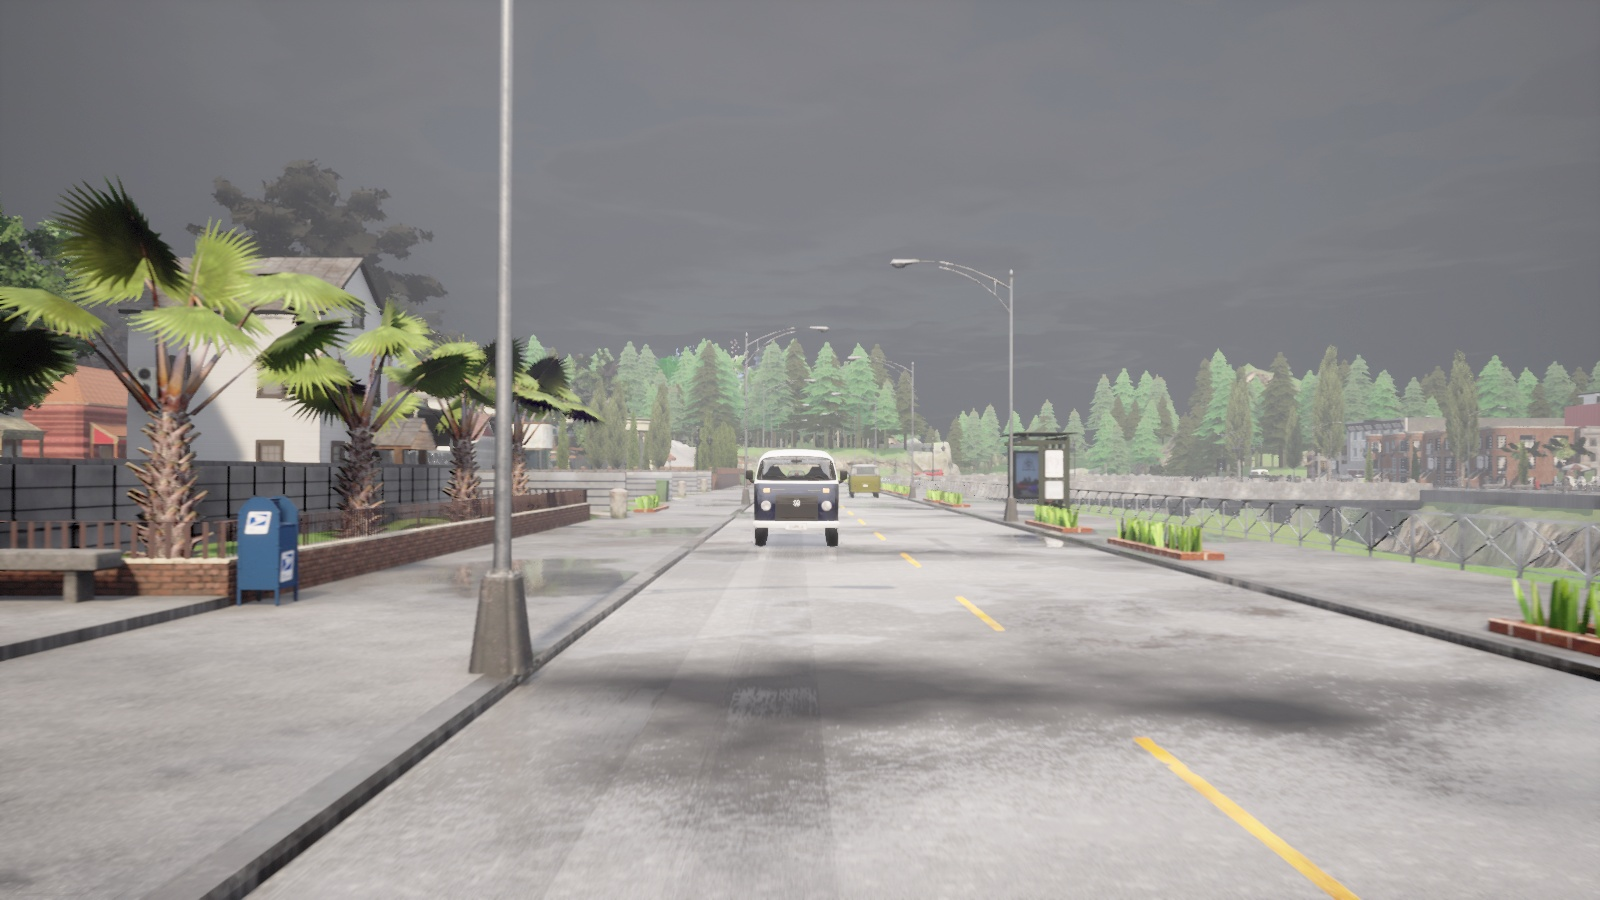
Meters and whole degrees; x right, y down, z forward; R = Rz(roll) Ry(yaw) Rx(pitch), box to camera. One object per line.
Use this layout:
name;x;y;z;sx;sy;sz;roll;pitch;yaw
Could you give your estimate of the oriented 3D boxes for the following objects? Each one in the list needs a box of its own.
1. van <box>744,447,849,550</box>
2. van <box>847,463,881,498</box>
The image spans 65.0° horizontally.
van;-0.069;0.992;27.084;2.069;2.038;4.480;0;-1;0
van;3.811;1.812;75.164;1.775;1.987;4.442;0;-1;0
